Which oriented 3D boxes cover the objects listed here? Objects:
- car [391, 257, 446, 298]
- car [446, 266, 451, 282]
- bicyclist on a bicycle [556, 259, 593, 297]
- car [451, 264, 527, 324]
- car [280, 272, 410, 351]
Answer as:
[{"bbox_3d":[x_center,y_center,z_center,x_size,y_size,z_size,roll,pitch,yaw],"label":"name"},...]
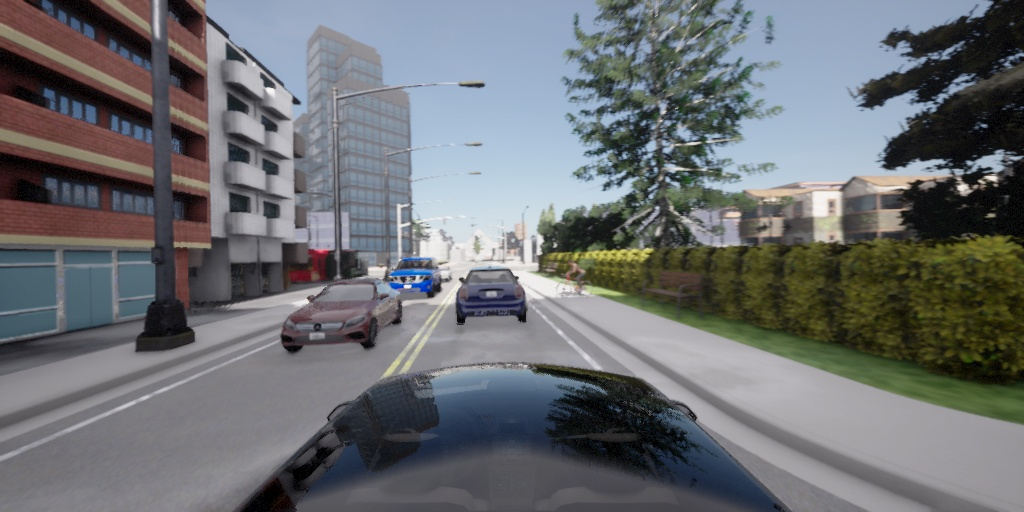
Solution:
[{"bbox_3d":[-5.085,1.066,19.378,2.150,2.045,5.566,-1,0,-5],"label":"car"},{"bbox_3d":[-5.985,1.454,29.676,1.895,1.301,4.718,-1,0,-5],"label":"car"},{"bbox_3d":[2.719,0.976,15.646,1.656,1.620,0.582,-1,0,-5],"label":"bicyclist on a bicycle"},{"bbox_3d":[-0.758,1.107,12.317,2.097,1.767,4.553,-1,0,-5],"label":"car"},{"bbox_3d":[-4.166,1.361,9.559,1.812,1.442,4.674,-1,0,-6],"label":"car"}]
